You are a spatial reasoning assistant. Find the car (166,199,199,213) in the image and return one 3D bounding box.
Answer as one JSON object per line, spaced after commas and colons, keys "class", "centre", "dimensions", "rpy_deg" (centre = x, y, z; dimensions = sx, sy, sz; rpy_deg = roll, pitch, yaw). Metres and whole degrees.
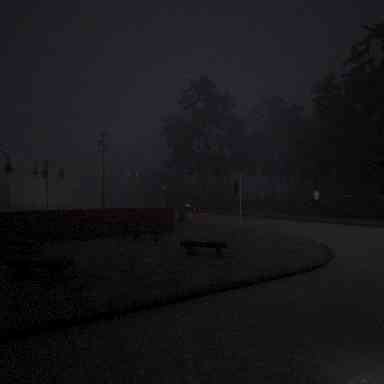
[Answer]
{"class": "car", "centre": [-1.081, 1.526, 35.748], "dimensions": [1.812, 1.442, 4.674], "rpy_deg": [0, 0, -35]}
